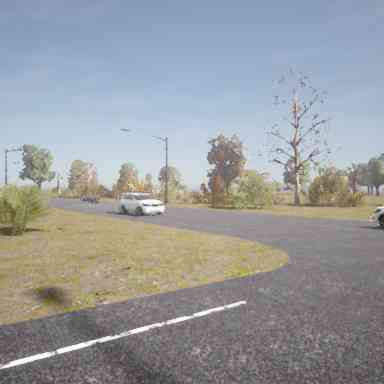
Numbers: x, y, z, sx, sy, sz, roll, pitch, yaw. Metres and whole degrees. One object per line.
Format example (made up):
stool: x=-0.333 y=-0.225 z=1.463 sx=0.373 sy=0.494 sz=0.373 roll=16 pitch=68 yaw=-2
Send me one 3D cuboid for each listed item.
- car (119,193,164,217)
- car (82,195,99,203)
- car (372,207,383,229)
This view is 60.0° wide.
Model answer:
car: x=-4.815 y=1.110 z=30.970 sx=2.150 sy=2.045 sz=5.566 roll=0 pitch=0 yaw=-37
car: x=-18.506 y=1.202 z=60.668 sx=2.128 sy=1.511 sz=4.902 roll=0 pitch=0 yaw=-37
car: x=13.269 y=1.203 z=18.655 sx=2.150 sy=2.045 sz=5.566 roll=0 pitch=0 yaw=-37
